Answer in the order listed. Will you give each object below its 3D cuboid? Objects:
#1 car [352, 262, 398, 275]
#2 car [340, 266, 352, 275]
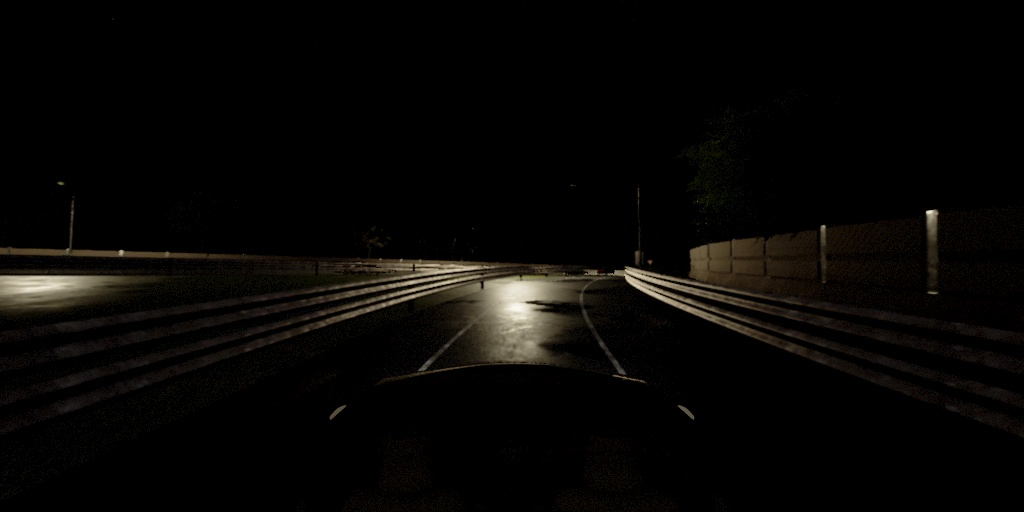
[{"bbox_3d":[-16.441,1.509,44.080,4.892,1.490,1.837,3,-4,-43],"label":"car"},{"bbox_3d":[-18.842,1.671,46.622,5.357,1.411,2.033,3,-4,-43],"label":"car"}]
